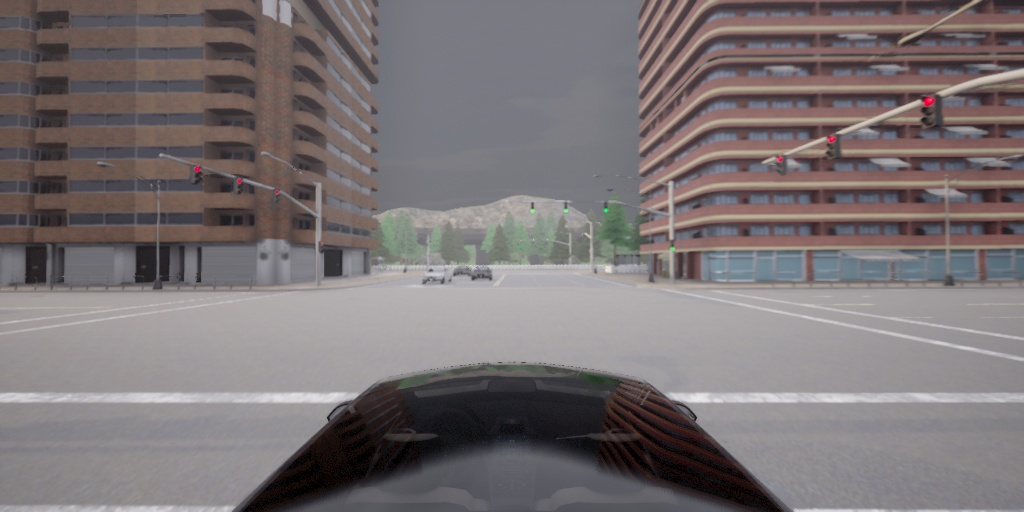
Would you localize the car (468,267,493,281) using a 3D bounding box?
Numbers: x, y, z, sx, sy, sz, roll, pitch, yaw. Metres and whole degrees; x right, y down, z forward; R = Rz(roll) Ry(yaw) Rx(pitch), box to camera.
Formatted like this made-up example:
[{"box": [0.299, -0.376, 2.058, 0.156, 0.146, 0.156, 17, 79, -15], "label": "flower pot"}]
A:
[{"box": [-3.021, 1.805, 37.230, 1.994, 1.385, 4.181, 0, -1, 1], "label": "car"}]

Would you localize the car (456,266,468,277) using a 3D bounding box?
[{"box": [-6.345, 1.943, 46.201, 1.994, 1.385, 4.181, 0, -1, 1], "label": "car"}]

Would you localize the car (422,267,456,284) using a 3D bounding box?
[{"box": [-6.662, 1.721, 32.380, 1.812, 1.442, 4.674, 0, -1, 3], "label": "car"}]
